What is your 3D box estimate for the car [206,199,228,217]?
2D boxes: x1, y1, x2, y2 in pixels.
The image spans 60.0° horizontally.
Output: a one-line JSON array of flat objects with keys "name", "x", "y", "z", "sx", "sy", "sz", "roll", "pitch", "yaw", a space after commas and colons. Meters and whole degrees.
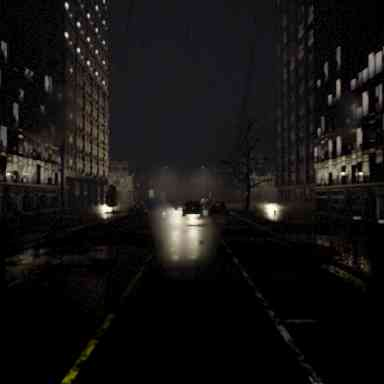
[{"name": "car", "x": 2.684, "y": 1.717, "z": 35.366, "sx": 1.967, "sy": 1.590, "sz": 4.097, "roll": 0, "pitch": 0, "yaw": 0}]

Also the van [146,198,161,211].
[{"name": "van", "x": -5.700, "y": 1.705, "z": 46.764, "sx": 1.690, "sy": 1.788, "sz": 3.998, "roll": 0, "pitch": 0, "yaw": 0}]

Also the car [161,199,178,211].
[{"name": "car", "x": -3.113, "y": 1.851, "z": 48.065, "sx": 1.882, "sy": 1.535, "sz": 5.008, "roll": 0, "pitch": 0, "yaw": 0}]

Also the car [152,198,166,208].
[{"name": "car", "x": -5.704, "y": 1.890, "z": 58.147, "sx": 1.967, "sy": 1.590, "sz": 4.097, "roll": 0, "pitch": 0, "yaw": 0}]

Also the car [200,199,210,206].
[{"name": "car", "x": 2.673, "y": 2.087, "z": 69.515, "sx": 2.008, "sy": 1.369, "sz": 4.403, "roll": 0, "pitch": 0, "yaw": 0}]

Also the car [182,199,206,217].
[{"name": "car", "x": 0.078, "y": 1.626, "z": 35.016, "sx": 2.097, "sy": 1.767, "sz": 4.553, "roll": 0, "pitch": 0, "yaw": 0}]

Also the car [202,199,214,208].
[{"name": "car", "x": 2.676, "y": 1.994, "z": 58.132, "sx": 1.887, "sy": 1.381, "sz": 4.507, "roll": 0, "pitch": 0, "yaw": 0}]

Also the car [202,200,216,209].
[{"name": "car", "x": 2.678, "y": 1.957, "z": 52.440, "sx": 2.008, "sy": 1.369, "sz": 4.403, "roll": 0, "pitch": 0, "yaw": 0}]

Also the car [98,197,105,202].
[{"name": "car", "x": -25.479, "y": 2.137, "z": 90.299, "sx": 4.829, "sy": 1.417, "sz": 1.752, "roll": 0, "pitch": -1, "yaw": 1}]

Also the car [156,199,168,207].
[{"name": "car", "x": -5.706, "y": 2.044, "z": 63.838, "sx": 2.008, "sy": 1.369, "sz": 4.403, "roll": 0, "pitch": 0, "yaw": 0}]

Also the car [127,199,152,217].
[{"name": "car", "x": -5.697, "y": 1.801, "z": 35.208, "sx": 1.752, "sy": 1.417, "sz": 4.829, "roll": 0, "pitch": 0, "yaw": 0}]

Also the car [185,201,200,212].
[{"name": "car", "x": 0.063, "y": 1.951, "z": 45.066, "sx": 1.895, "sy": 1.301, "sz": 4.718, "roll": 0, "pitch": 0, "yaw": 0}]
